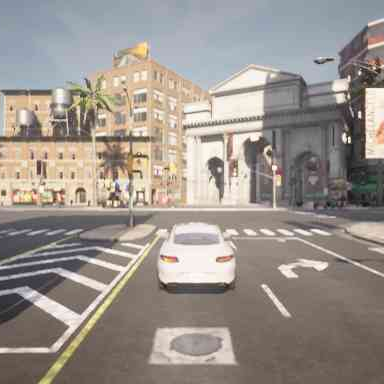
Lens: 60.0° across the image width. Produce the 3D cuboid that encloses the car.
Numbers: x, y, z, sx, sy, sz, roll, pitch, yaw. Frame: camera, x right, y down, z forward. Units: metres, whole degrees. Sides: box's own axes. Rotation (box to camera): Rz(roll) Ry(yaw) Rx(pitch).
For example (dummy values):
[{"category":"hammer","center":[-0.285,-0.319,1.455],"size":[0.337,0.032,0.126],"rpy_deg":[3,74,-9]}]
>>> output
[{"category":"car","center":[0.104,1.568,9.167],"size":[1.812,1.442,4.674],"rpy_deg":[0,0,0]}]
